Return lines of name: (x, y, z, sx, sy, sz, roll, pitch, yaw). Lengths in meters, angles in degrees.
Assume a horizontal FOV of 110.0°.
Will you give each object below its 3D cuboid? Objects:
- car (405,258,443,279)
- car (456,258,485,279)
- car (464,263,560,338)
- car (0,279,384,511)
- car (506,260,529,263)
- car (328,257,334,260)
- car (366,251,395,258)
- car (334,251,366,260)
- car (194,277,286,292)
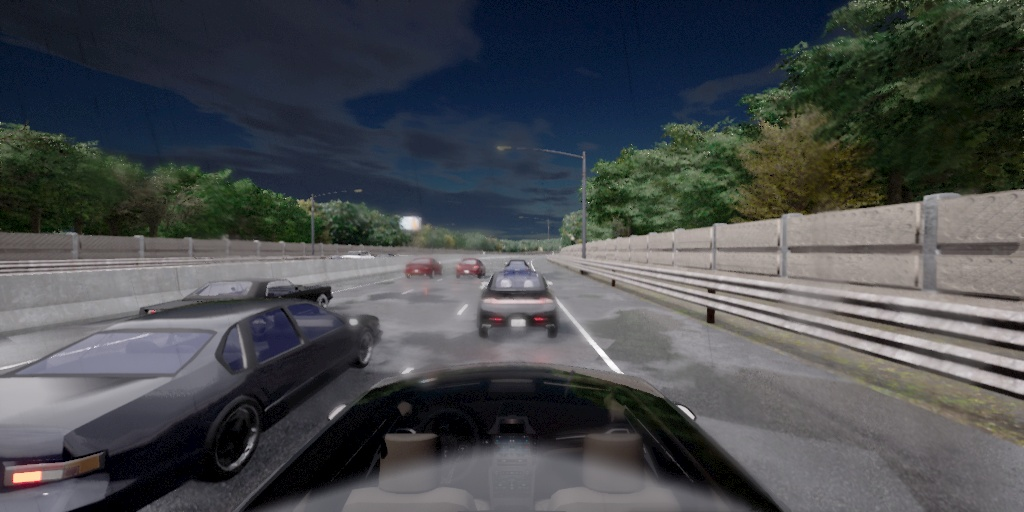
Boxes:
car: (-6.585, 0.854, 27.374, 1.882, 1.535, 5.008, 0, 1, 1)
car: (-3.093, 0.904, 27.367, 1.812, 1.442, 4.674, 0, 1, 1)
car: (0.147, 1.121, 9.743, 2.128, 1.511, 4.902, 0, 1, 0)
car: (-3.375, 1.254, 4.540, 2.033, 1.411, 5.357, 0, 1, -1)
car: (0.404, 0.952, 26.755, 1.994, 1.385, 4.181, 0, 1, 1)
car: (-23.589, 0.667, 48.772, 1.994, 1.385, 4.181, 0, 0, 3)
car: (-16.671, 0.482, 46.669, 2.097, 1.767, 4.553, 0, 1, 2)
car: (-20.190, 0.355, 46.418, 2.150, 2.045, 5.566, 0, 0, 2)
car: (-6.856, 1.229, 9.758, 1.895, 1.301, 4.718, 0, 1, 0)
